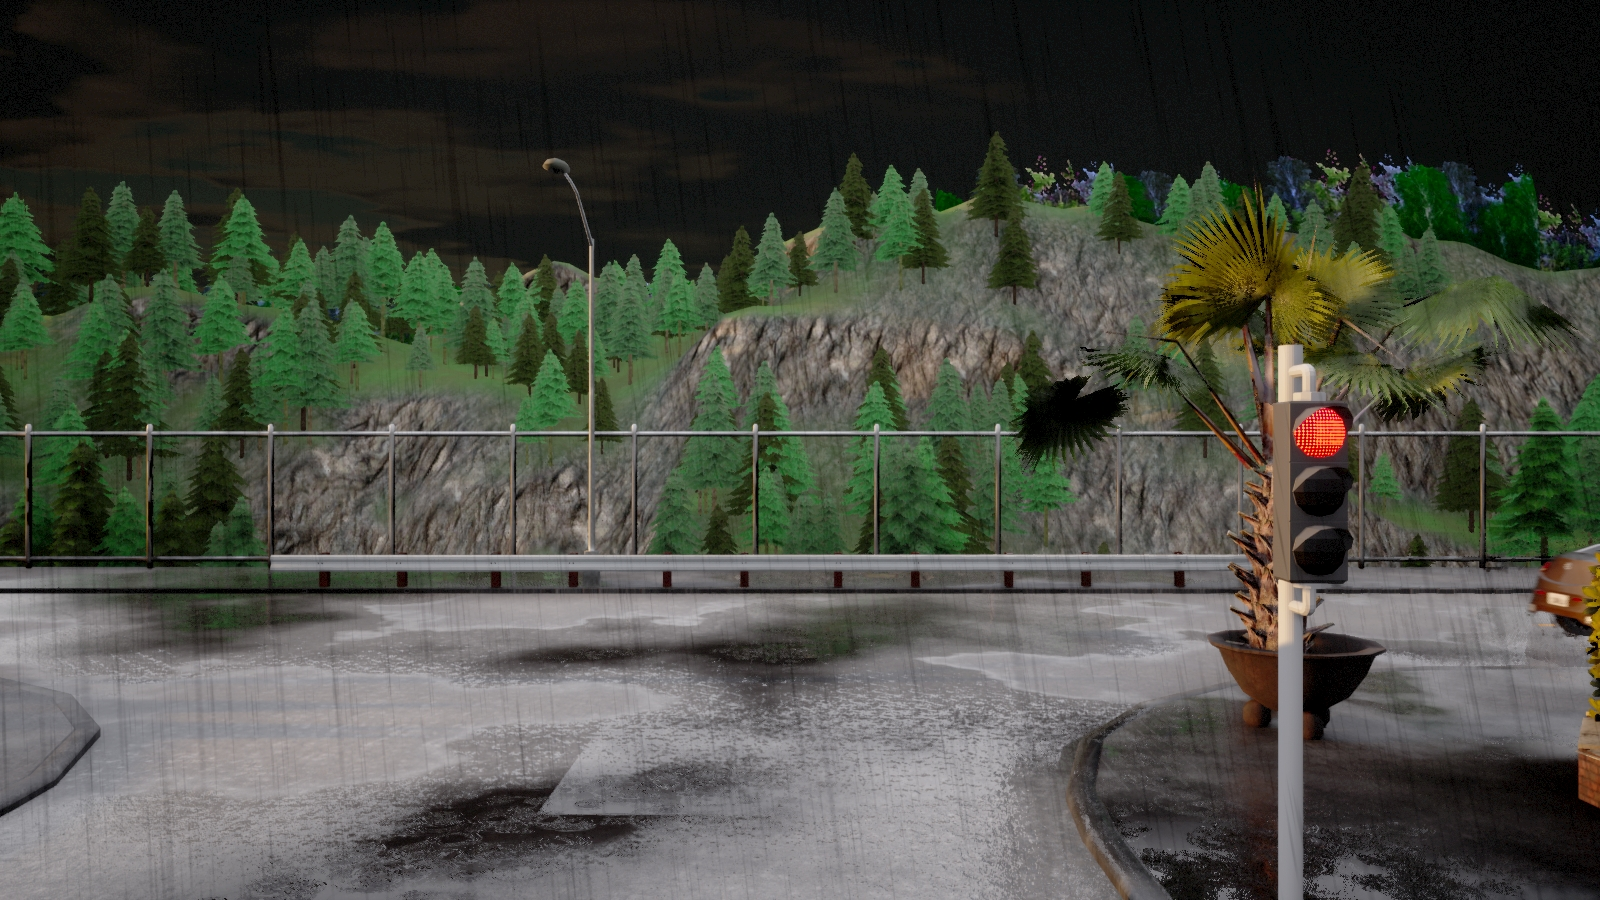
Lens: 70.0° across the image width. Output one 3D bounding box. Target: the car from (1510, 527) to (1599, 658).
[{"bbox_3d":[13.325,1.992,16.325,5.027,1.651,2.152,0,0,0],"label":"car"}]
